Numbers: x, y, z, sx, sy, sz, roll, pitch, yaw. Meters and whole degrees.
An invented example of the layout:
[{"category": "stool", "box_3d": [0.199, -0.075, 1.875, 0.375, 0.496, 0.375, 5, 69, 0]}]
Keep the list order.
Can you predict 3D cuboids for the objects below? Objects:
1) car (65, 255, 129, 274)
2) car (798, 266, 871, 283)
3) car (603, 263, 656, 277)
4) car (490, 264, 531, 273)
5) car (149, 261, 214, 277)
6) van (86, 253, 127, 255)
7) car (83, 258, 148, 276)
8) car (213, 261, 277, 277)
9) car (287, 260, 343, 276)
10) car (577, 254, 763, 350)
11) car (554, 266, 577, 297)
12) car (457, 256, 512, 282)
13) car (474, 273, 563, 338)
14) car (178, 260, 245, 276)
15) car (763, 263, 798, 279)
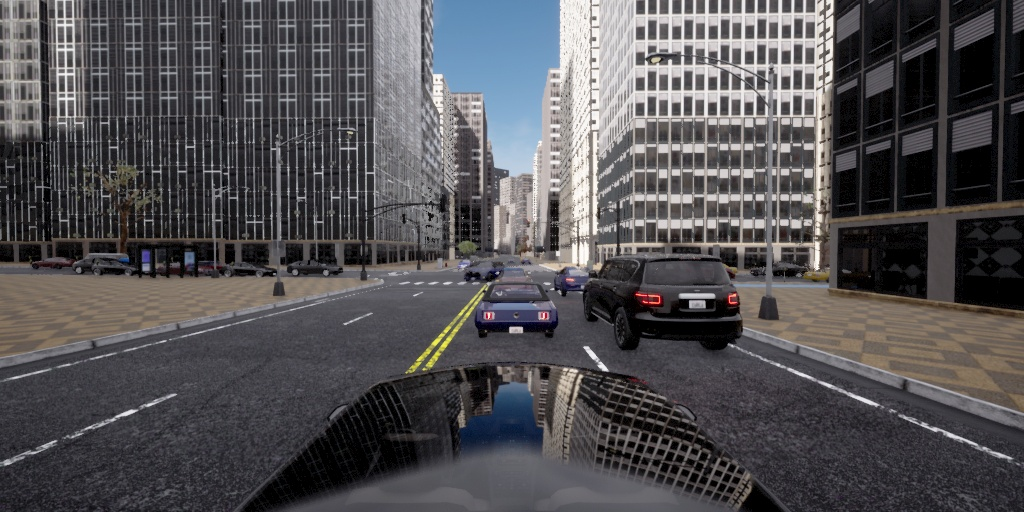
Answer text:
[{"category": "car", "box_3d": [-38.789, 0.921, 34.139, 4.892, 1.490, 1.837, 1, 1, 1]}, {"category": "car", "box_3d": [27.613, 1.577, 30.440, 4.829, 1.417, 1.751, 0, 0, 1]}, {"category": "car", "box_3d": [11.869, 1.423, 36.402, 4.718, 1.301, 1.895, 0, 1, 0]}, {"category": "car", "box_3d": [0.085, 1.304, 18.874, 1.994, 1.385, 4.181, 0, 0, 0]}, {"category": "car", "box_3d": [-28.445, 1.137, 31.243, 4.207, 1.307, 1.802, 0, 0, 1]}, {"category": "van", "box_3d": [-45.325, 0.603, 40.060, 3.998, 1.789, 1.690, 0, 0, 1]}, {"category": "car", "box_3d": [-34.126, 1.068, 31.410, 4.313, 1.339, 1.948, 0, 0, 1]}, {"category": "car", "box_3d": [-22.761, 1.172, 31.115, 4.313, 1.339, 1.948, 0, 0, 1]}, {"category": "car", "box_3d": [-18.470, 1.106, 33.738, 4.892, 1.490, 1.837, 1, 1, 1]}, {"category": "car", "box_3d": [3.343, 0.968, 9.175, 2.150, 2.045, 5.566, 0, 0, 0]}, {"category": "car", "box_3d": [3.333, 1.266, 18.867, 1.812, 1.442, 4.674, 0, 0, 0]}, {"category": "car", "box_3d": [-2.042, 1.143, 28.531, 2.097, 1.767, 4.553, 1, 0, 23]}, {"category": "car", "box_3d": [0.093, 1.347, 10.137, 1.895, 1.301, 4.718, 0, 0, 0]}, {"category": "car", "box_3d": [-28.351, 1.112, 33.931, 4.718, 1.301, 1.895, 1, 1, 1]}, {"category": "car", "box_3d": [26.830, 1.430, 36.228, 5.008, 1.535, 1.882, 0, 1, 1]}]
